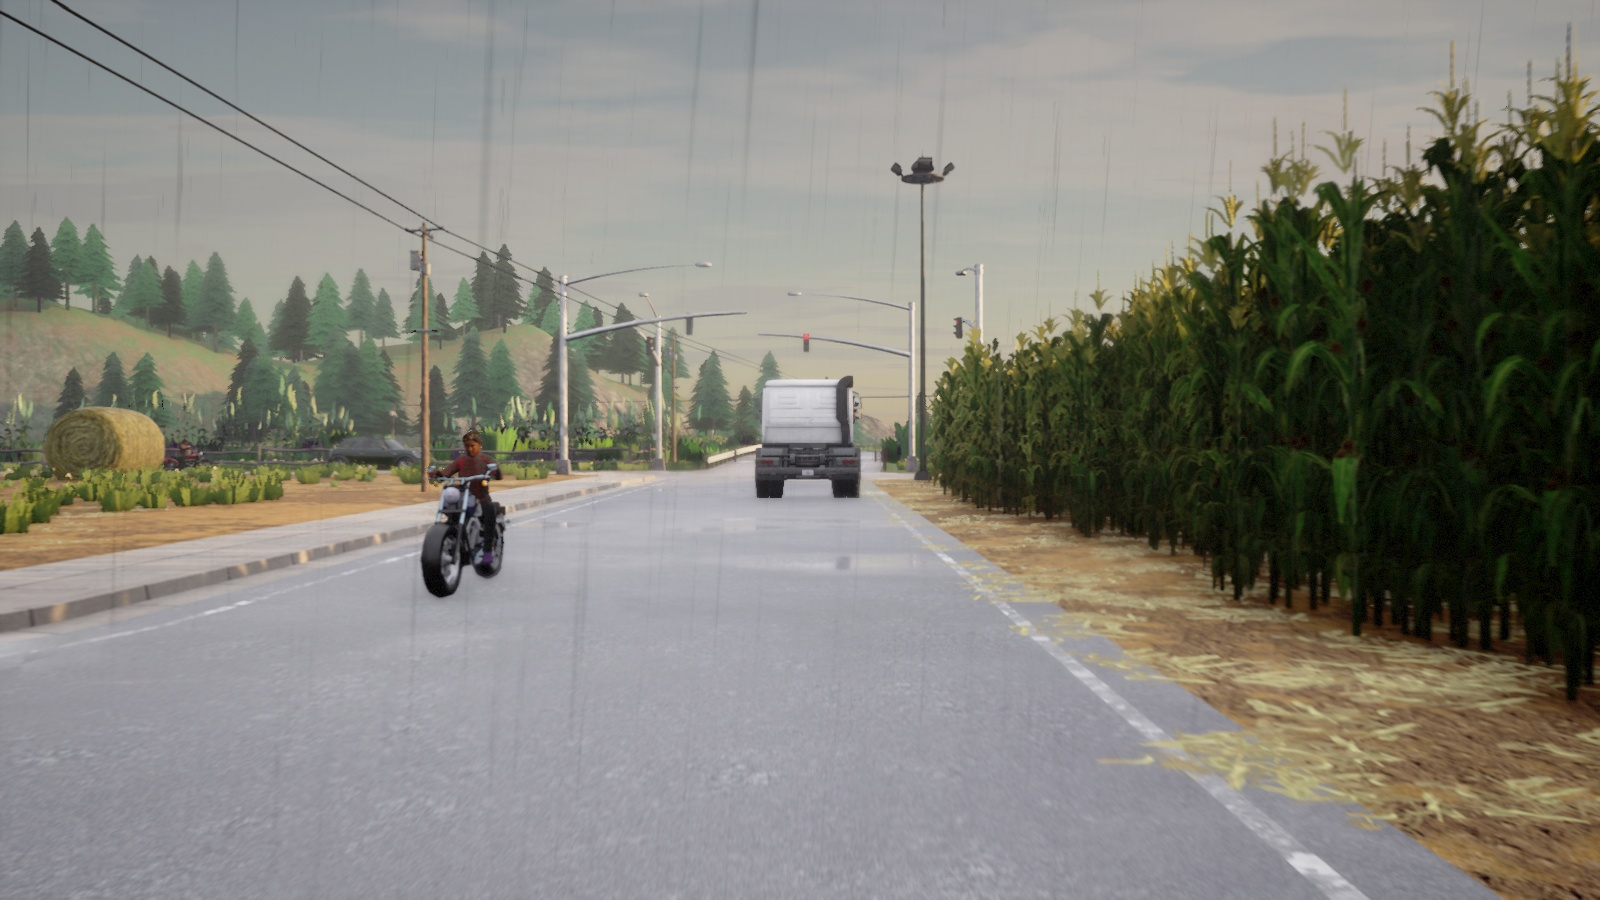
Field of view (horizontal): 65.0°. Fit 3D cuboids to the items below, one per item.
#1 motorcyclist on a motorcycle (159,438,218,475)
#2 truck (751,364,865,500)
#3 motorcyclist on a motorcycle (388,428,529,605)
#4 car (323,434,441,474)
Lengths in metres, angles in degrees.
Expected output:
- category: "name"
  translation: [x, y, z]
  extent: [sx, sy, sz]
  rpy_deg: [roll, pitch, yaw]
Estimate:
- category: "motorcyclist on a motorcycle"
  translation: [-27.694, 0.270, 56.907]
  extent: [2.350, 1.649, 0.766]
  rpy_deg: [0, 0, 3]
- category: "truck"
  translation: [0.224, -0.484, 35.884]
  extent: [2.891, 3.462, 7.936]
  rpy_deg: [0, 0, 0]
- category: "motorcyclist on a motorcycle"
  translation: [-3.427, 0.609, 12.847]
  extent: [0.766, 1.649, 2.350]
  rpy_deg: [0, 1, 1]
- category: "car"
  translation: [-18.716, 0.181, 56.390]
  extent: [4.553, 1.767, 2.097]
  rpy_deg: [0, 0, 3]
